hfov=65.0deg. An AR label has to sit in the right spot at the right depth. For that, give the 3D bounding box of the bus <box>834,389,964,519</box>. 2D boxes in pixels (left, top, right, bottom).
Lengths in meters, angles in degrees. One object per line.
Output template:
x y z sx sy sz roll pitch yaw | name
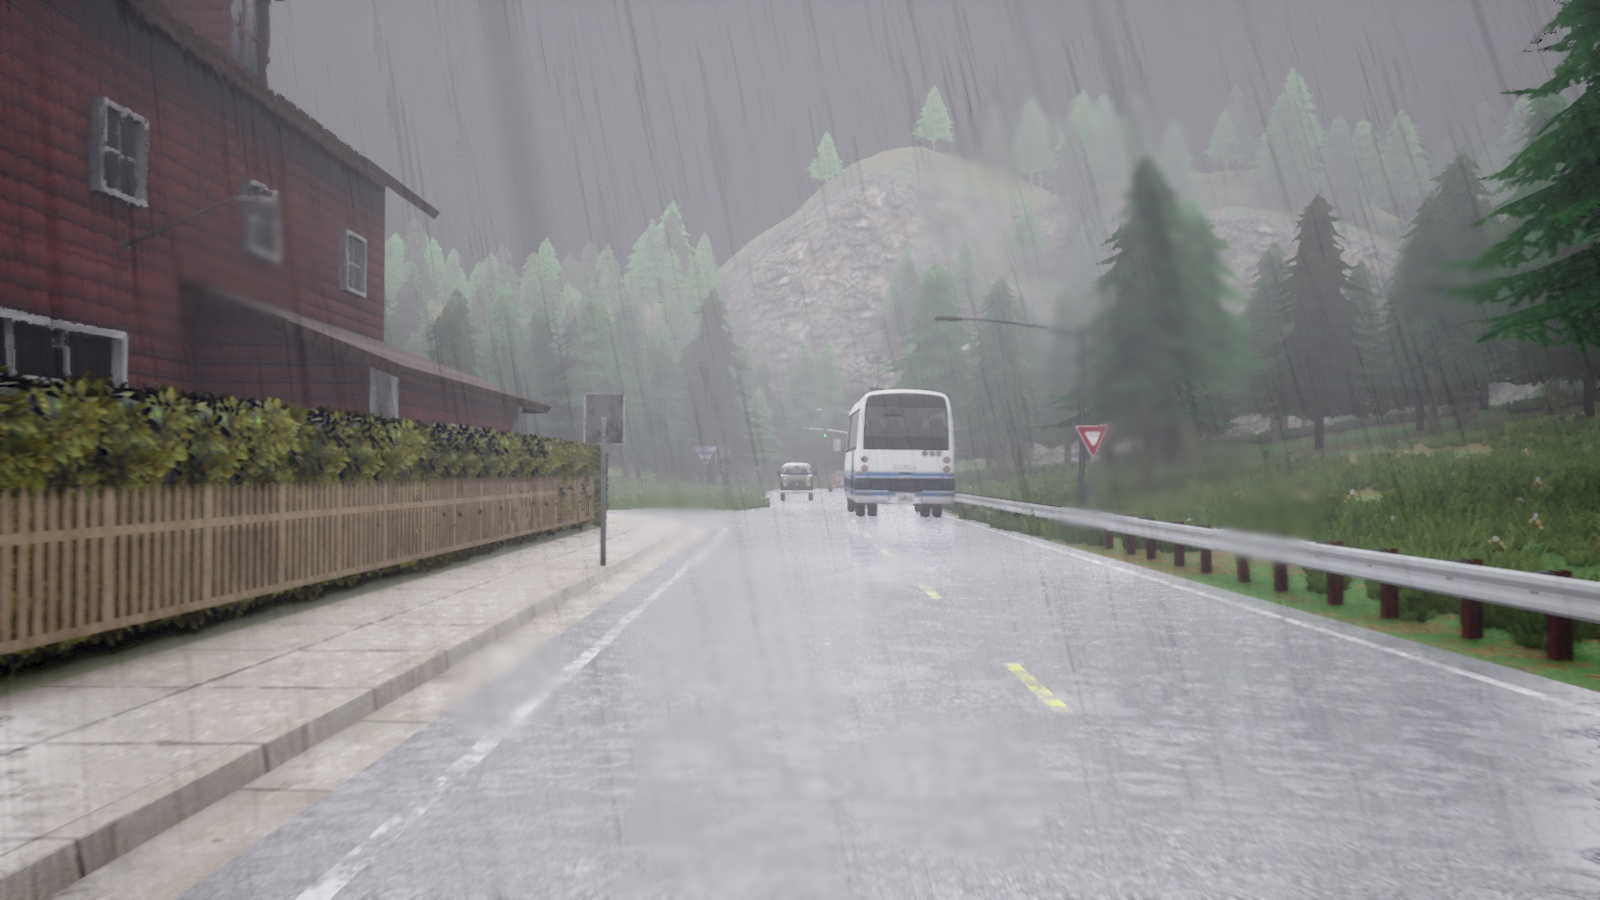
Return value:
3.387 0.211 46.257 3.944 4.253 10.273 0 -1 0 | bus

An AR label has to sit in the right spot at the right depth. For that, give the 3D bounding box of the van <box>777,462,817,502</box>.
-0.166 1.688 67.266 2.069 2.038 4.480 0 -1 0 | van

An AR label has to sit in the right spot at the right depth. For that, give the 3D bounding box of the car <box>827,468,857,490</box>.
3.262 2.257 97.905 2.152 1.651 5.027 0 -1 0 | car
